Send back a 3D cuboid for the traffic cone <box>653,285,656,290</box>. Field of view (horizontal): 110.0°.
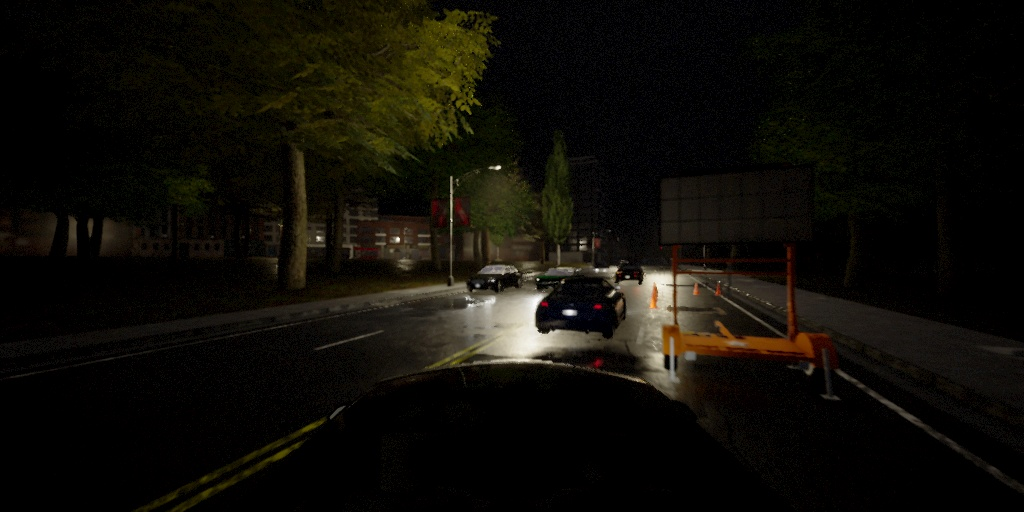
[{"bbox_3d":[6.117,1.685,15.464,0.340,0.580,0.340,0,0,22],"label":"traffic cone"}]

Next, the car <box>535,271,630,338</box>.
[{"bbox_3d":[2.126,1.311,10.371,1.994,1.385,4.181,0,0,22],"label":"car"}]

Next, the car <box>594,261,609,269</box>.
[{"bbox_3d":[14.789,1.465,59.074,1.994,1.385,4.181,0,0,23],"label":"car"}]

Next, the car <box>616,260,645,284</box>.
[{"bbox_3d":[8.801,1.271,26.751,1.812,1.442,4.674,0,0,22],"label":"car"}]

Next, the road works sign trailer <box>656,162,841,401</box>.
[{"bbox_3d":[4.000,0.193,6.607,2.380,3.560,2.880,0,0,22],"label":"road works sign trailer"}]

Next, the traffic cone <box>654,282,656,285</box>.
[{"bbox_3d":[6.872,1.684,17.316,0.340,0.580,0.340,0,0,22],"label":"traffic cone"}]

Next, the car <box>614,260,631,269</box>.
[{"bbox_3d":[18.253,1.376,58.954,2.128,1.511,4.902,0,0,23],"label":"car"}]

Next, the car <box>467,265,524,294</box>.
[{"bbox_3d":[-0.863,1.279,20.788,2.128,1.511,4.902,0,0,22],"label":"car"}]

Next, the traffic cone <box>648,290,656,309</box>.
[{"bbox_3d":[5.362,1.686,13.612,0.340,0.580,0.340,0,0,22],"label":"traffic cone"}]

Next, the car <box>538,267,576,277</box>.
[{"bbox_3d":[2.898,1.365,21.408,1.895,1.301,4.718,0,0,22],"label":"car"}]
